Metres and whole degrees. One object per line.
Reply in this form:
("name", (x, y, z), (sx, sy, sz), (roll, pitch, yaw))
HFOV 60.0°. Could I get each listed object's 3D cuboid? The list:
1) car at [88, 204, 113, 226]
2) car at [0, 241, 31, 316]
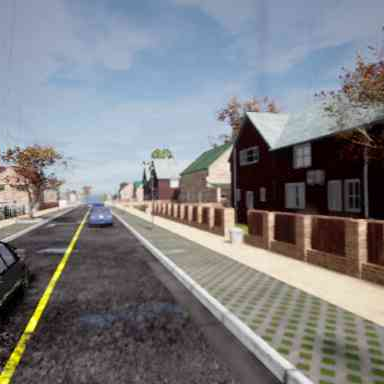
("car", (-7.391, 1.941, 26.946), (2.033, 1.411, 5.357), (-1, -1, -16))
("car", (-4.333, 1.677, 6.129), (2.033, 1.411, 5.357), (-1, -1, -16))
